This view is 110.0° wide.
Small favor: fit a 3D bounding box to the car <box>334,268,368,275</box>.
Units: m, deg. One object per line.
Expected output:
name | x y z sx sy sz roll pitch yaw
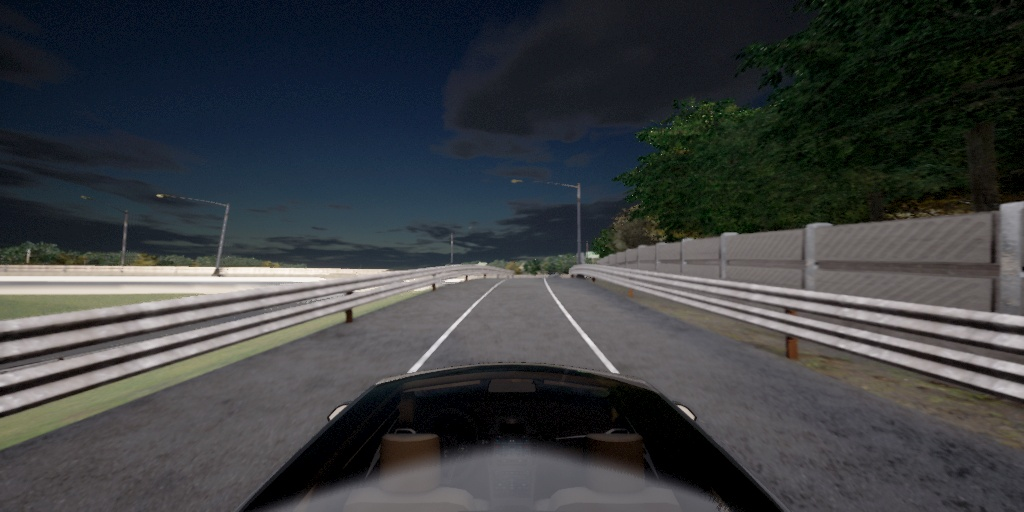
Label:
car | -25.220 2.688 56.158 4.902 1.511 2.128 2 -4 -31
